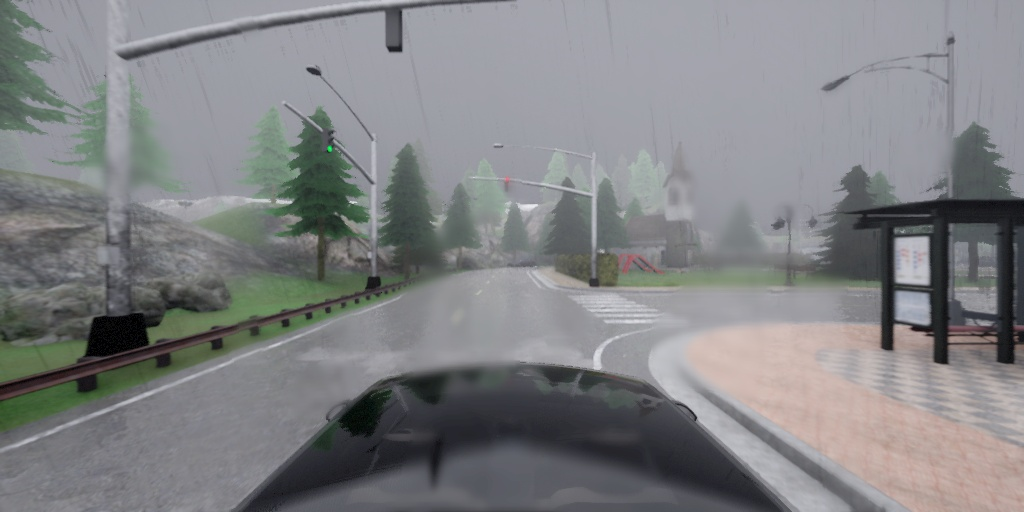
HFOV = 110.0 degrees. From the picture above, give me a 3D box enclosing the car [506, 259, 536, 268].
[{"bbox_3d":[1.489,1.145,55.897,2.033,1.411,5.357,0,0,42],"label":"car"}]
